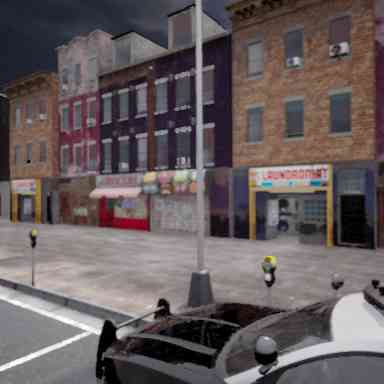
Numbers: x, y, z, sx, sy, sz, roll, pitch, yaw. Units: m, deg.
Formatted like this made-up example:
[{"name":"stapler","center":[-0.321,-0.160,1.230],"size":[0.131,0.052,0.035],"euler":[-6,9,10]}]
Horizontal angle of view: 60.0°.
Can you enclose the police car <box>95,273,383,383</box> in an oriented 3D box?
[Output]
[{"name":"police car","center":[1.369,1.426,2.289],"size":[5.238,1.638,1.930],"euler":[-1,0,35]}]
